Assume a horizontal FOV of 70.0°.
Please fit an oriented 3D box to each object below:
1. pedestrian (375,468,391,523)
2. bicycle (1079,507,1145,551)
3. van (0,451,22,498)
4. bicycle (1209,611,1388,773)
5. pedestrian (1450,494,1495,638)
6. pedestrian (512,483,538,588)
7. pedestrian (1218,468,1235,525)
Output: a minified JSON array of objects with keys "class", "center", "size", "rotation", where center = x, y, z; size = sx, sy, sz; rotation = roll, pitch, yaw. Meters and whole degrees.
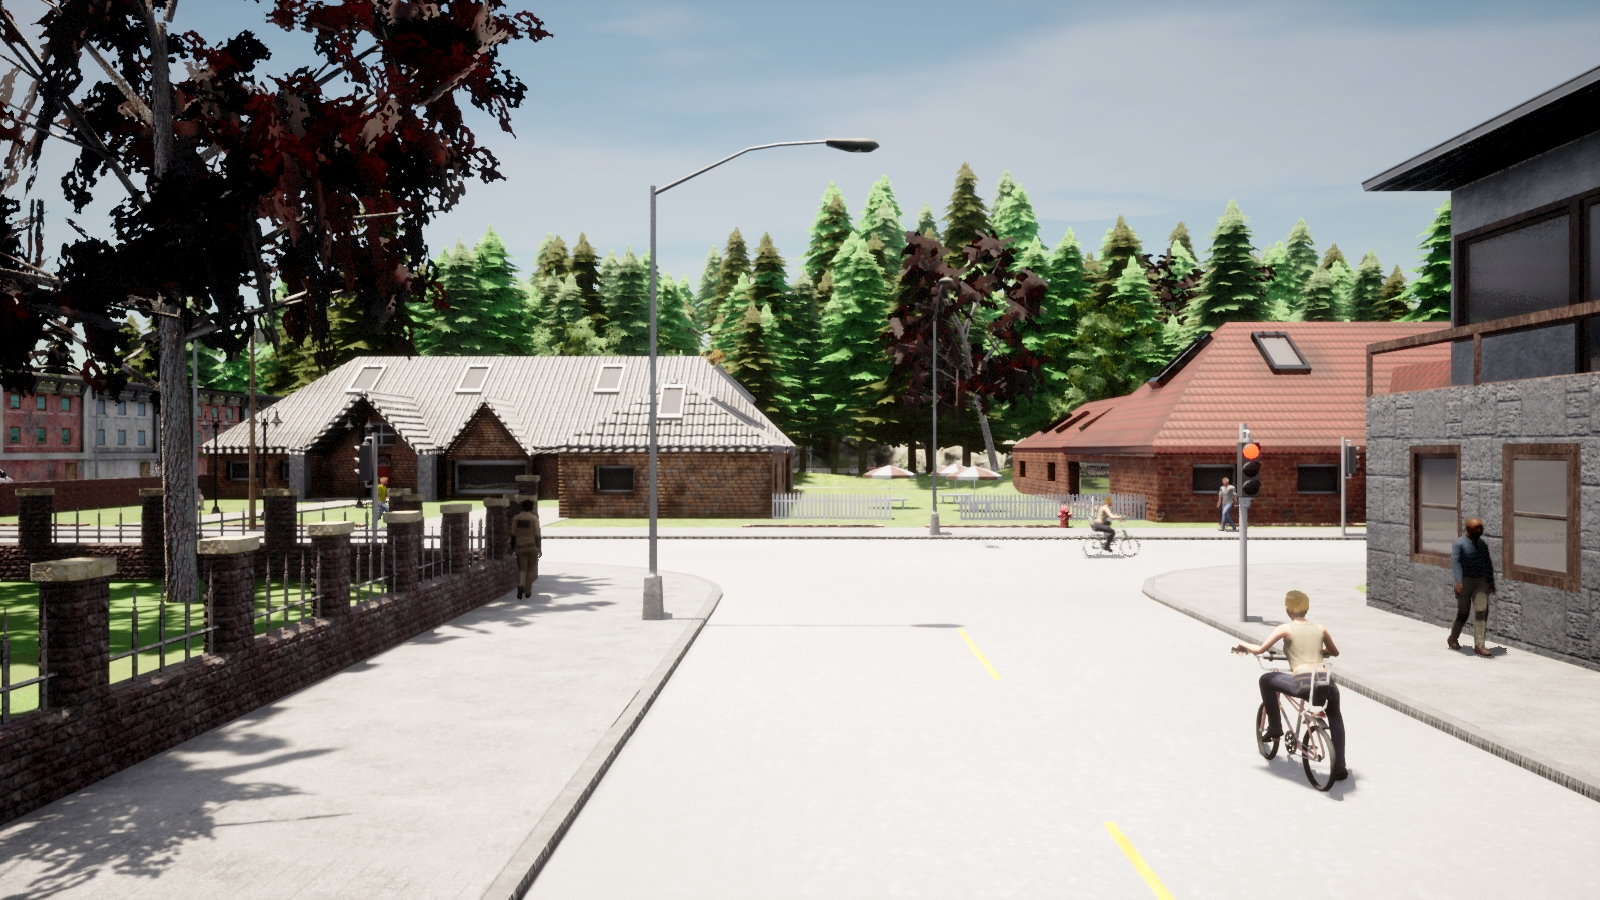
[{"class":"pedestrian","center":[-14.019,1.524,38.399],"size":[0.375,1.860,0.375],"rotation":[0,0,2]},{"class":"bicycle","center":[8.084,2.036,29.640],"size":[1.487,1.080,0.859],"rotation":[0,0,1]},{"class":"van","center":[-44.066,1.314,60.232],"size":[1.988,2.561,5.915],"rotation":[0,0,2]},{"class":"bicycle","center":[4.247,2.036,9.857],"size":[0.859,1.080,1.487],"rotation":[0,0,-2]},{"class":"pedestrian","center":[8.849,1.516,15.030],"size":[0.375,1.860,0.375],"rotation":[0,0,1]},{"class":"pedestrian","center":[-4.927,1.523,20.491],"size":[0.375,1.860,0.375],"rotation":[0,0,-2]},{"class":"pedestrian","center":[14.022,1.524,37.580],"size":[0.375,1.860,0.375],"rotation":[0,0,-29]}]
